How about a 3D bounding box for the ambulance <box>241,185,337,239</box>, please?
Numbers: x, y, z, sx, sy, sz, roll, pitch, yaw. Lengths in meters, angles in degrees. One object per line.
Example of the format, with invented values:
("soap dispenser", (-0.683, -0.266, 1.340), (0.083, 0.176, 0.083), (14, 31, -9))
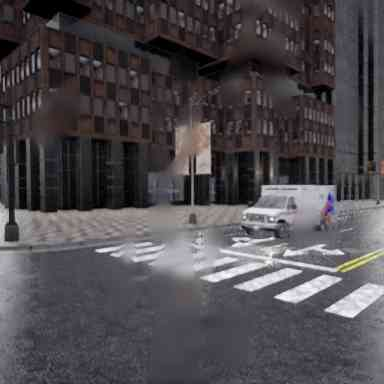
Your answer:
("ambulance", (5.103, 0.867, 17.087), (6.366, 2.431, 2.351), (0, 1, -45))
